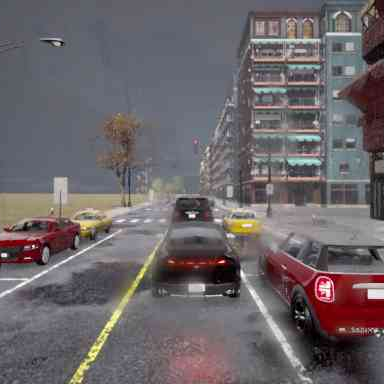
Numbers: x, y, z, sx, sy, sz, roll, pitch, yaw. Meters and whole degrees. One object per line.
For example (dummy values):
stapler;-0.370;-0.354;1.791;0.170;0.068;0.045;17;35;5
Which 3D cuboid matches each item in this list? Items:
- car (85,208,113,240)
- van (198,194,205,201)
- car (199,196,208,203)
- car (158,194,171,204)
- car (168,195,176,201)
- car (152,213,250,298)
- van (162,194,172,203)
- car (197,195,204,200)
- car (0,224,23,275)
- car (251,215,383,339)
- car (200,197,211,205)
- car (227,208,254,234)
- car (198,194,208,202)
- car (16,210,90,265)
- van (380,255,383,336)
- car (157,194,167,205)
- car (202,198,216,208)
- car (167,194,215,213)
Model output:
car;-5.325;1.530;17.039;1.752;1.417;4.829;1;0;0
van;2.476;1.368;89.786;1.690;1.788;3.998;1;0;0
car;2.493;1.587;72.803;1.947;1.339;4.313;1;0;0
car;-5.378;1.334;66.650;2.192;1.841;5.009;1;0;0
car;-5.406;1.609;89.266;1.802;1.307;4.206;1;0;0
car;0.090;1.507;8.513;1.837;1.490;4.892;0;0;0
van;-5.384;1.362;72.304;1.690;1.788;3.998;1;0;0
car;2.468;1.555;95.617;1.752;1.417;4.829;1;0;0
car;-5.313;1.552;6.136;2.008;1.369;4.403;1;0;0
car;2.568;1.442;6.555;1.967;1.590;4.097;1;0;0
car;2.505;1.599;61.481;1.802;1.307;4.206;1;0;0
car;2.554;1.530;17.815;1.752;1.417;4.829;1;0;0
car;2.489;1.338;78.464;2.192;1.841;5.009;1;0;0
car;-5.319;1.548;11.673;1.887;1.381;4.507;1;0;0
van;2.575;1.341;1.010;1.690;1.788;3.998;1;0;0
car;-5.373;1.457;60.995;1.967;1.590;4.097;1;0;0
car;2.518;1.565;50.159;2.008;1.369;4.403;1;0;0
car;0.060;1.226;18.367;2.150;2.045;5.566;0;0;1
